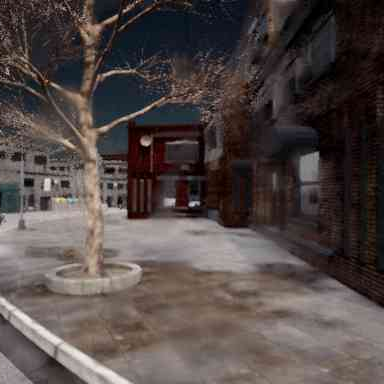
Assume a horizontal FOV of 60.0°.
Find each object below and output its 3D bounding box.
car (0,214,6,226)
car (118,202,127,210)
[{"bbox_3d":[-15.576,1.935,24.547,2.033,1.411,5.357,1,-1,-11],"label":"car"},{"bbox_3d":[-12.747,2.725,65.393,1.837,1.490,4.892,1,-1,16],"label":"car"}]
